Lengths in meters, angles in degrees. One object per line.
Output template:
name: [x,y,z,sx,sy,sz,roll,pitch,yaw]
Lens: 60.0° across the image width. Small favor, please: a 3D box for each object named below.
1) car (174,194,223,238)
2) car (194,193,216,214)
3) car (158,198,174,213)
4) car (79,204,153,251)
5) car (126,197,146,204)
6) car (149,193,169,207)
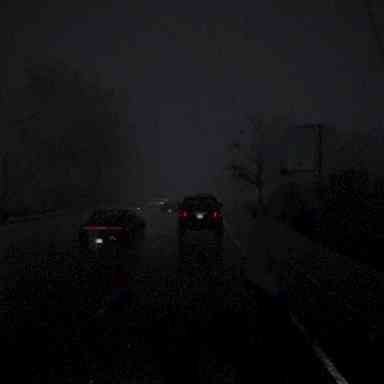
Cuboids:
car: [0.471,1.209,17.918,2.150,2.045,5.566,0,0,2]
car: [1.518,1.197,36.471,2.150,2.045,5.566,0,0,4]
car: [-2.042,1.575,35.794,1.895,1.301,4.718,0,0,4]
car: [-3.154,1.480,13.962,2.128,1.511,4.902,0,0,2]
car: [-8.132,1.440,48.708,1.882,1.535,5.008,0,0,6]
car: [-4.674,1.186,48.270,2.150,2.045,5.566,0,0,6]
